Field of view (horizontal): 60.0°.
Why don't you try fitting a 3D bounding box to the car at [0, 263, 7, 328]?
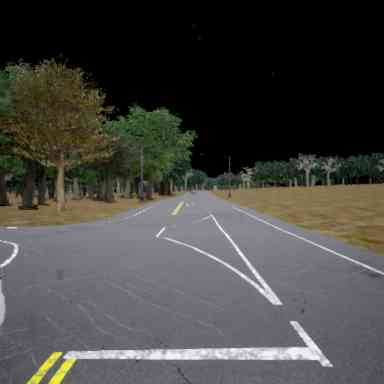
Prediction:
[{"bbox_3d":[-3.500,1.243,2.076,2.150,2.045,5.566,0,0,0],"label":"car"}]
